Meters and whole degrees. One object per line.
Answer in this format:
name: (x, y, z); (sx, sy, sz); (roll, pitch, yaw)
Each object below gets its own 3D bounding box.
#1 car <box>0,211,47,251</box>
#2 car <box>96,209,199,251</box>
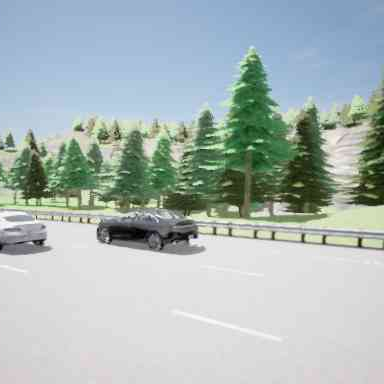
car: (-7.913, 1.524, 13.935); (4.674, 1.442, 1.812); (0, 0, 35)
car: (-2.017, 1.491, 14.030); (4.902, 1.511, 2.128); (0, 0, 35)
